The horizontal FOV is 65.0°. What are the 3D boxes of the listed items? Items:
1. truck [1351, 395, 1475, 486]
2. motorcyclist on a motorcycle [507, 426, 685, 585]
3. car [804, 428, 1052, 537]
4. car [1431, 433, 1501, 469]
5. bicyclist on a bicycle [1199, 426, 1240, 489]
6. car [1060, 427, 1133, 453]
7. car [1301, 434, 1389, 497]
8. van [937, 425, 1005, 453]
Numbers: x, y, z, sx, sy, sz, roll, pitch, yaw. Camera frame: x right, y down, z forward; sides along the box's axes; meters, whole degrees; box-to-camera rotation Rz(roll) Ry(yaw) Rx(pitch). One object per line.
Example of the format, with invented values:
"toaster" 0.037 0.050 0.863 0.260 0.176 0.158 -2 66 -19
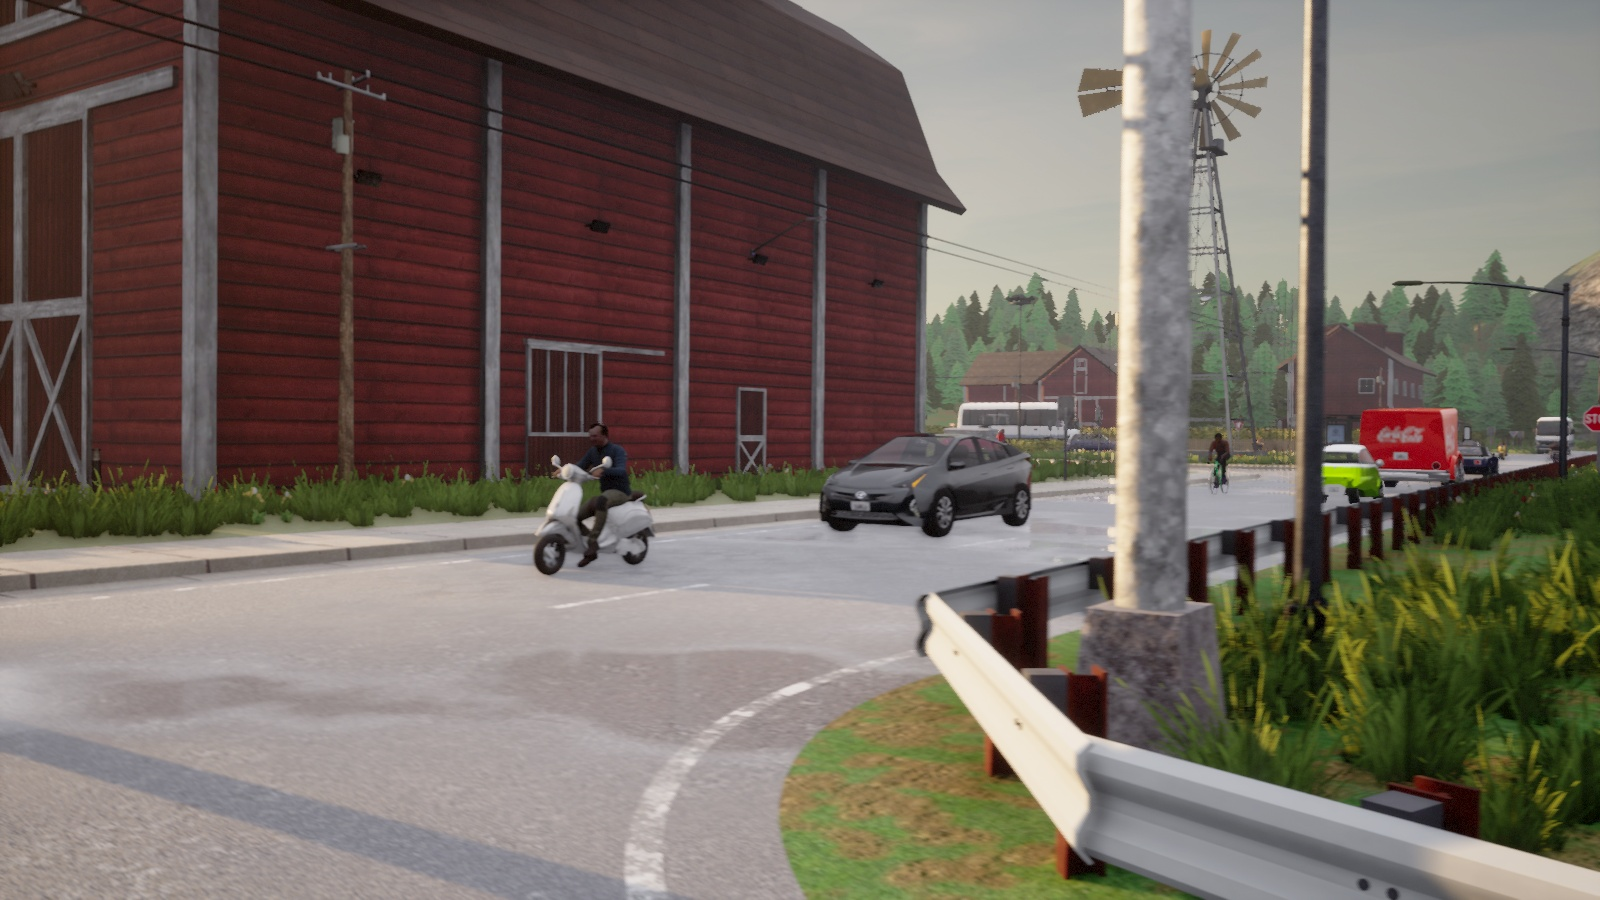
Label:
"truck" 18.474 -0.352 37.687 2.627 2.467 5.204 0 3 34
"motorcyclist on a motorcycle" -2.164 0.543 13.559 0.866 1.590 1.817 0 1 34
"car" 2.164 0.419 19.925 2.007 1.525 4.514 0 1 34
"car" 25.539 0.020 48.083 1.895 1.301 4.718 0 1 34
"bicyclist on a bicycle" 11.024 0.184 32.961 0.582 1.620 1.656 0 1 34
"car" 20.485 -0.708 86.932 4.553 1.767 2.097 0 1 2
"car" 12.658 0.325 29.135 1.481 1.376 2.207 0 1 34
"van" 12.152 -0.786 89.146 4.442 1.987 1.775 1 1 33
